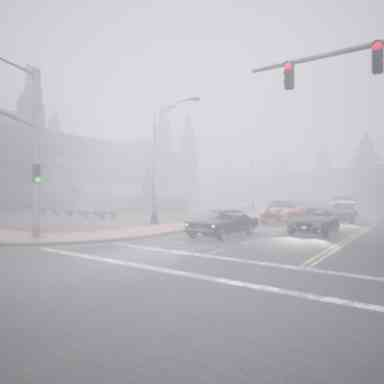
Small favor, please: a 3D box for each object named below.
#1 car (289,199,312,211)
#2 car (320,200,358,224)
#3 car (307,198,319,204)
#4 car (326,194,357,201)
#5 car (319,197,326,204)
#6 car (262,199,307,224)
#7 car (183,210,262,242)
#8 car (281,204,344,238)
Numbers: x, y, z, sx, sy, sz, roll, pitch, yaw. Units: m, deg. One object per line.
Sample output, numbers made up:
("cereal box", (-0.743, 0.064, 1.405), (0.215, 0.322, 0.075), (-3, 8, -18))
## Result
("car", (13.781, 1.593, 42.378), (1.895, 1.301, 4.718), (0, 0, 7))
("car", (11.164, 1.561, 24.979), (1.994, 1.385, 4.181), (0, 0, 31))
("car", (11.230, 1.559, 32.827), (1.994, 1.385, 4.181), (0, 0, 21))
("car", (15.260, 1.218, 33.686), (2.150, 2.045, 5.566), (0, 0, 17))
("car", (17.415, 1.499, 43.666), (1.837, 1.490, 4.892), (0, 0, 6))
("car", (6.555, 1.347, 24.173), (2.097, 1.767, 4.553), (0, 0, 33))
("car", (1.565, 1.596, 16.796), (1.895, 1.301, 4.718), (0, 0, 35))
("car", (6.588, 1.561, 17.935), (1.994, 1.385, 4.181), (0, 0, 34))
